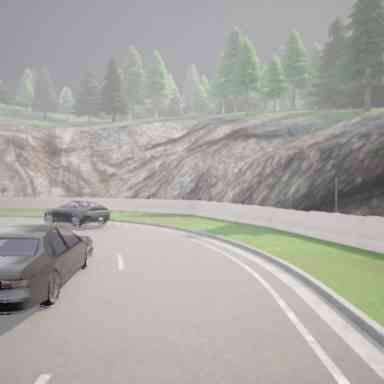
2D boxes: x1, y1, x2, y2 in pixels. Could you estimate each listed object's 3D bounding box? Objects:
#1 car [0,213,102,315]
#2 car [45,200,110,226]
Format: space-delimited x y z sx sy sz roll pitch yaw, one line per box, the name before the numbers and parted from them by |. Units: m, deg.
car | -3.646 1.457 7.604 2.033 1.411 5.357 0 1 -6
car | -6.943 1.259 19.906 4.902 1.511 2.128 1 1 38
